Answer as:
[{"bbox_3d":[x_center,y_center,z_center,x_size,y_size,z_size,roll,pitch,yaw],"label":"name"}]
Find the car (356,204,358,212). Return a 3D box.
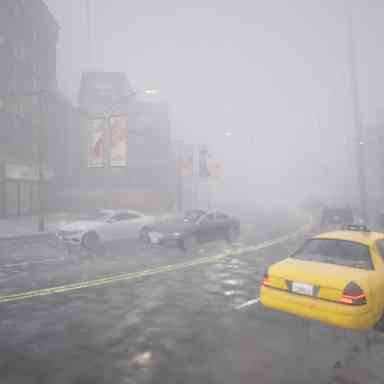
[{"bbox_3d":[17.411,1.545,38.216,1.994,1.385,4.181,0,0,5],"label":"car"}]

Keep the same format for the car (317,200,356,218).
[{"bbox_3d":[9.901,1.467,22.706,1.882,1.535,5.008,0,0,24],"label":"car"}]

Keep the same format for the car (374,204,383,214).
[{"bbox_3d":[13.318,1.498,21.863,1.837,1.490,4.892,0,1,24],"label":"car"}]

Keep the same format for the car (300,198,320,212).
[{"bbox_3d":[13.971,1.485,38.739,1.837,1.490,4.892,0,1,5],"label":"car"}]

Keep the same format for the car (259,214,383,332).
[{"bbox_3d":[3.467,1.452,6.892,1.801,1.575,5.366,0,0,44],"label":"car"}]

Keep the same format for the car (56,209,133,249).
[{"bbox_3d":[-3.580,1.511,14.768,1.812,1.442,4.674,0,0,42],"label":"car"}]

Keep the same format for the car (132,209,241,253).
[{"bbox_3d":[0.212,1.481,13.813,2.128,1.511,4.902,0,0,39],"label":"car"}]
